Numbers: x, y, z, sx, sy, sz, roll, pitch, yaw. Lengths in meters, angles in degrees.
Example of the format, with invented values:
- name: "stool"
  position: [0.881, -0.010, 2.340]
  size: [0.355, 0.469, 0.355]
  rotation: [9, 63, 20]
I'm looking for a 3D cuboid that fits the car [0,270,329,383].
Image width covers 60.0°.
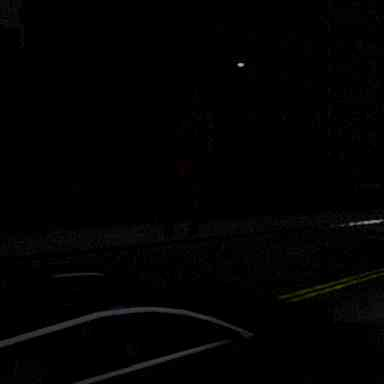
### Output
- name: "car"
  position: [-0.776, 1.492, 2.885]
  size: [4.902, 1.511, 2.128]
  rotation: [0, 0, -36]
